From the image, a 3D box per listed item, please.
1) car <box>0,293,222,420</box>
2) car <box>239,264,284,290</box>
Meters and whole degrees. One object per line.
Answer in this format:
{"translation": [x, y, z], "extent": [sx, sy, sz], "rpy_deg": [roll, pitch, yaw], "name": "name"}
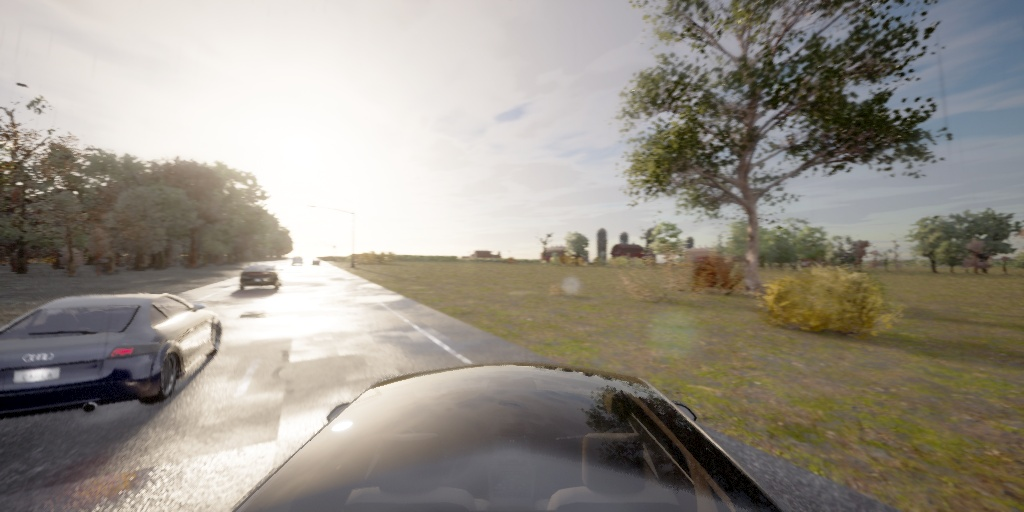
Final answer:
{"translation": [-6.210, 1.282, 5.707], "extent": [1.994, 1.385, 4.181], "rpy_deg": [1, 0, -29], "name": "car"}
{"translation": [-15.462, 1.214, 22.288], "extent": [1.882, 1.535, 5.008], "rpy_deg": [1, 0, -29], "name": "car"}
